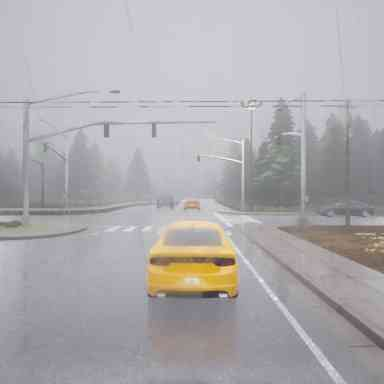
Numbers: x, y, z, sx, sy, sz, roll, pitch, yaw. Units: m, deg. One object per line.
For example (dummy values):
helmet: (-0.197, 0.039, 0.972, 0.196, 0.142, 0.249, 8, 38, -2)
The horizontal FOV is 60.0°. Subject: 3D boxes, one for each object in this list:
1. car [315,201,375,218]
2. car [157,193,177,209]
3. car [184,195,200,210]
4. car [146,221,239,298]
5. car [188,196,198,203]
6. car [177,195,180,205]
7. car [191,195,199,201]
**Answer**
car: (13.521, 1.533, 29.556, 4.892, 1.490, 1.837, 0, 0, 1)
car: (-3.595, 1.221, 45.697, 2.150, 2.045, 5.566, 0, 0, -1)
car: (0.017, 1.478, 42.215, 1.882, 1.535, 5.008, 0, 0, 0)
car: (0.049, 1.474, 8.552, 1.882, 1.535, 5.008, 0, 0, 1)
car: (0.297, 1.537, 72.776, 2.033, 1.411, 5.357, 0, 0, 2)
car: (-3.540, 1.352, 55.991, 2.097, 1.767, 4.553, 0, 0, 0)
car: (0.696, 1.442, 83.168, 1.837, 1.490, 4.892, 0, 0, 2)
